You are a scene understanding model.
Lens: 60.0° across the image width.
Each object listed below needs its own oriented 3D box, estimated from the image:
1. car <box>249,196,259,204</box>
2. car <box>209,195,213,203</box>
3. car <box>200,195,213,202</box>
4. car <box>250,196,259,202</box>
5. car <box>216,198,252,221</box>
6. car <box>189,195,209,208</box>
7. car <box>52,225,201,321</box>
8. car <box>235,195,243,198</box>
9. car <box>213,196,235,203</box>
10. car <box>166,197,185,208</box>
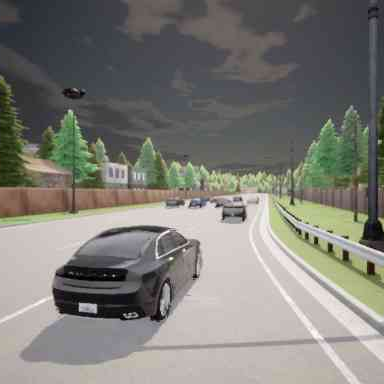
[{"bbox_3d":[11.103,1.504,60.977,1.812,1.442,4.674,0,0,12],"label":"car"},{"bbox_3d":[4.850,1.577,64.992,1.895,1.301,4.718,0,0,13],"label":"car"},{"bbox_3d":[3.383,1.492,74.690,2.128,1.511,4.902,0,0,13],"label":"car"},{"bbox_3d":[13.722,1.569,72.899,1.895,1.301,4.718,0,0,13],"label":"car"},{"bbox_3d":[3.576,1.481,27.451,2.128,1.511,4.902,0,0,12],"label":"car"},{"bbox_3d":[0.823,1.509,47.251,1.812,1.442,4.674,0,0,13],"label":"car"},{"bbox_3d":[-1.044,1.502,7.406,1.837,1.490,4.892,0,0,13],"label":"car"},{"bbox_3d":[9.690,1.467,70.494,2.128,1.511,4.902,0,0,13],"label":"car"},{"bbox_3d":[4.673,1.546,48.395,1.994,1.385,4.181,0,0,13],"label":"car"},{"bbox_3d":[-2.406,1.474,48.832,2.128,1.511,4.902,0,0,13],"label":"car"}]
